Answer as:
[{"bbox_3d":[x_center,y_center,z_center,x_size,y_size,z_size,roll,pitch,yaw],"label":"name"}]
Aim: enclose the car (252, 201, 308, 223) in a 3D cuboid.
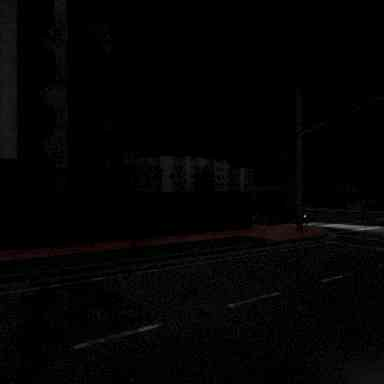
[{"bbox_3d":[6.727,1.491,26.027,2.128,1.511,4.902,0,0,-36],"label":"car"}]
